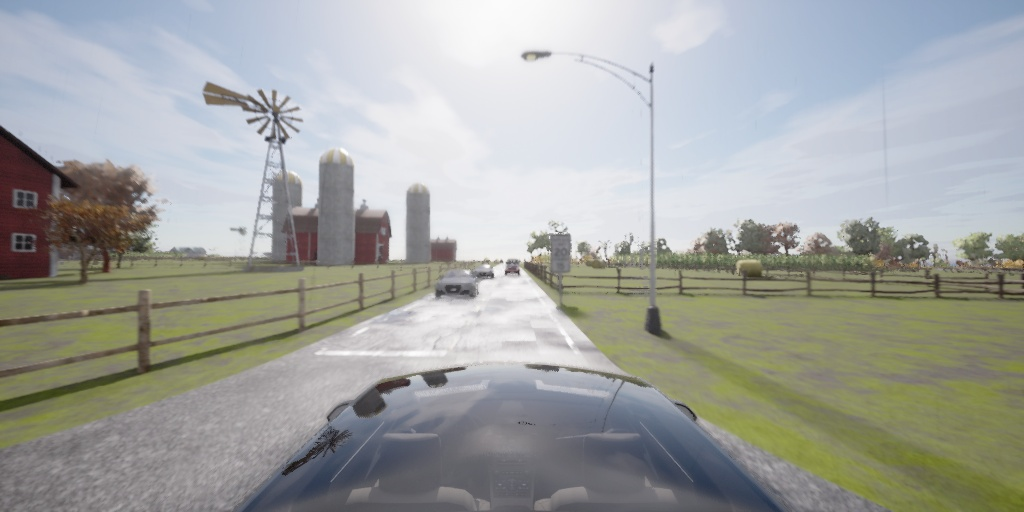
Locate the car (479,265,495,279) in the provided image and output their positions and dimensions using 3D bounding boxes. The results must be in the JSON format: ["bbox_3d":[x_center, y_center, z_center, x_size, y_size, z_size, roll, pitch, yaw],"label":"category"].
[{"bbox_3d":[-2.771,1.565,36.086,1.994,1.385,4.181,0,-1,0],"label":"car"}]

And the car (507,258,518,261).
[{"bbox_3d":[0.088,1.363,55.355,2.150,2.045,5.566,0,0,0],"label":"car"}]

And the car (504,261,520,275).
[{"bbox_3d":[0.060,1.655,43.761,1.895,1.301,4.718,0,0,0],"label":"car"}]

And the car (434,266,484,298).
[{"bbox_3d":[-2.819,1.436,19.206,1.994,1.385,4.181,0,0,0],"label":"car"}]
